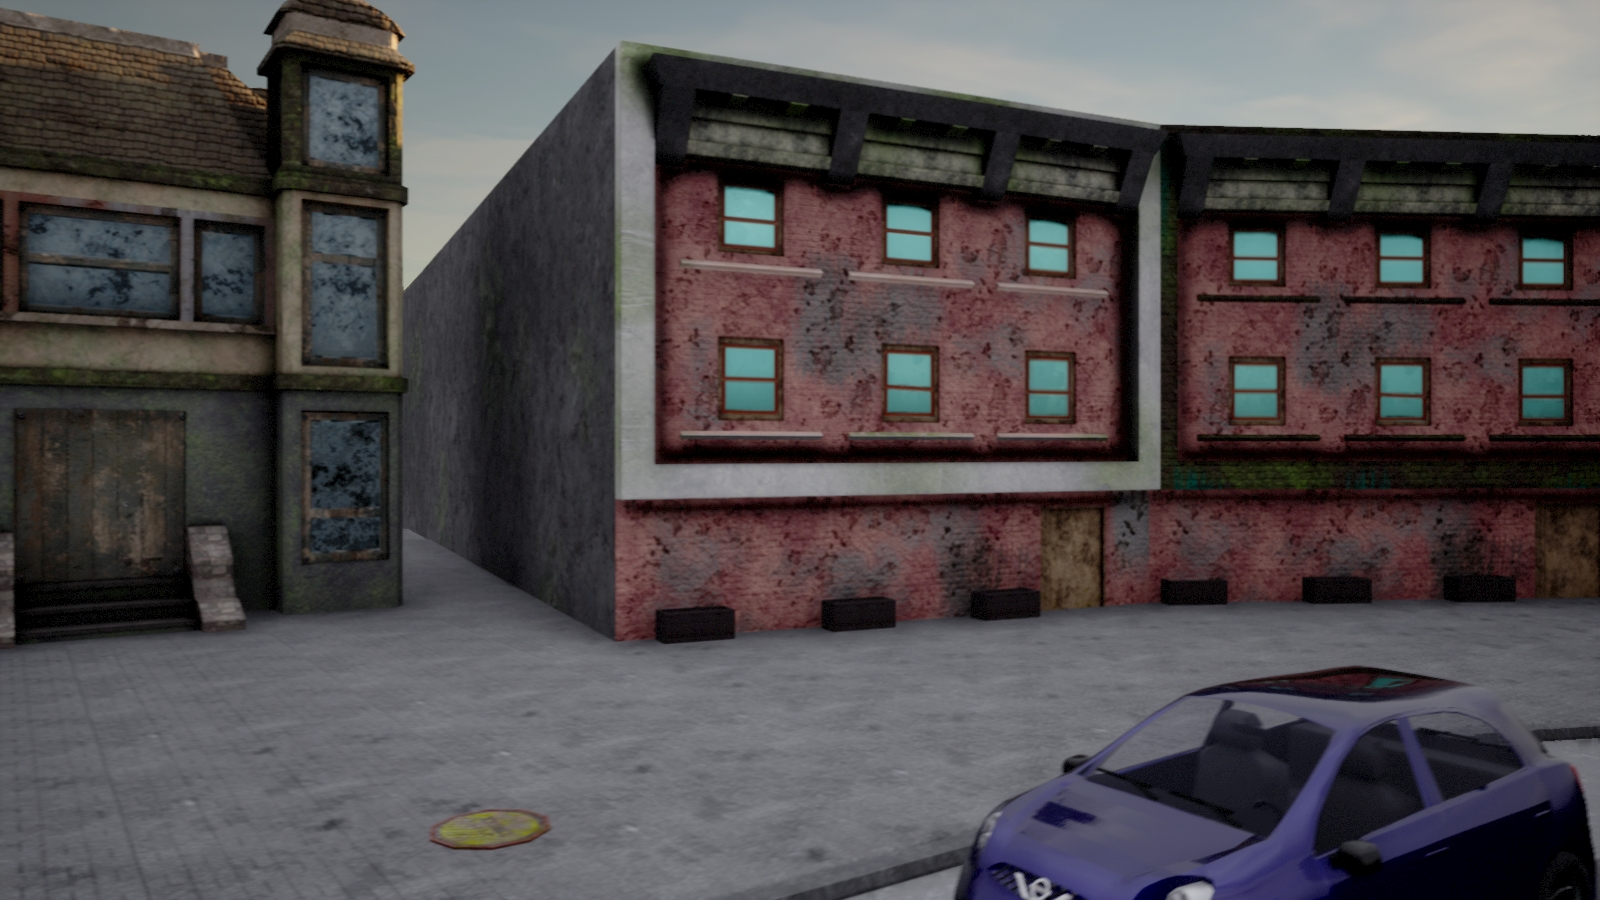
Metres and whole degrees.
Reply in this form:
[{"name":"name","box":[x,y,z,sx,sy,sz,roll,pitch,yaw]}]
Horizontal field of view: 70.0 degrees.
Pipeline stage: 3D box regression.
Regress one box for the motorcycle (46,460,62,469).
[{"name":"motorcycle","box":[-103.867,1.962,159.026,1.805,1.236,0.856,0,0,-35]}]

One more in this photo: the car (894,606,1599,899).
[{"name":"car","box":[2.518,1.818,6.071,3.633,1.501,1.845,0,0,-32]}]
